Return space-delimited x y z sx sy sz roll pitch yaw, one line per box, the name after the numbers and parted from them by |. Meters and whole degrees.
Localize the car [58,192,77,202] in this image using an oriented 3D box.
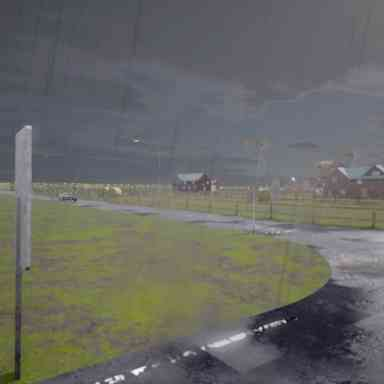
-18.710 0.713 49.878 1.994 1.385 4.181 1 1 -36 | car
